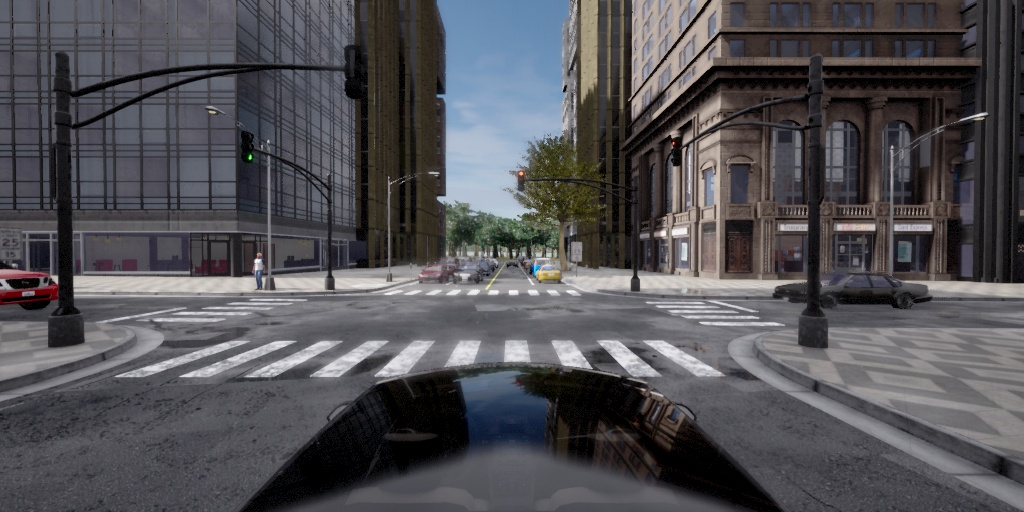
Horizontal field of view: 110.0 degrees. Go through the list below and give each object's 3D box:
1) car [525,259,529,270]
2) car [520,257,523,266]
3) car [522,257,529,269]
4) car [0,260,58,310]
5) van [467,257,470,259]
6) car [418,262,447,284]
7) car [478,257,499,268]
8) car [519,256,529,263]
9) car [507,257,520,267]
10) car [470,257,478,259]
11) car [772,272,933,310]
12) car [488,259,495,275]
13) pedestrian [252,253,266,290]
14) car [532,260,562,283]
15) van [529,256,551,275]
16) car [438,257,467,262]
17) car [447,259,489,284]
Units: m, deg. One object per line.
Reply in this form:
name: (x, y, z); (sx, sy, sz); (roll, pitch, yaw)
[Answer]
car: (2.720, 1.274, 38.374); (1.948, 1.339, 4.313); (0, 0, 0)
car: (2.701, 1.211, 55.412); (1.888, 1.381, 4.507); (0, 0, 0)
car: (2.707, 1.207, 49.903); (1.751, 1.417, 4.829); (0, 0, 0)
car: (-18.386, 0.841, 11.560); (5.566, 2.045, 2.150); (1, 1, 0)
van: (-5.805, 1.049, 38.356); (1.690, 1.789, 3.998); (0, 0, 0)
car: (-5.792, 1.310, 26.996); (1.802, 1.307, 4.207); (0, 0, 0)
car: (-3.138, 1.182, 46.441); (2.128, 1.511, 4.902); (0, 0, 0)
car: (2.694, 1.201, 61.091); (2.007, 1.370, 4.403); (0, 0, 0)
car: (0.032, 1.250, 61.496); (1.895, 1.301, 4.718); (0, 0, 0)
car: (-5.812, 1.010, 44.036); (2.192, 1.841, 5.009); (0, 0, 0)
car: (13.995, 1.385, 14.870); (5.357, 1.411, 2.033); (0, 1, -1)
car: (-3.133, 1.260, 36.329); (2.033, 1.411, 5.357); (0, 0, 0)
pedestrian: (-12.541, 0.740, 17.816); (0.375, 1.860, 0.375); (0, 0, 0)
car: (2.733, 1.253, 27.184); (1.751, 1.417, 4.829); (0, 0, 0)
van: (2.727, 1.060, 32.694); (1.690, 1.789, 3.998); (0, 0, 0)
car: (-5.799, 1.033, 32.676); (2.192, 1.841, 5.009); (0, 0, 0)
car: (-3.134, 1.220, 26.507); (2.128, 1.511, 4.902); (0, 0, 1)
